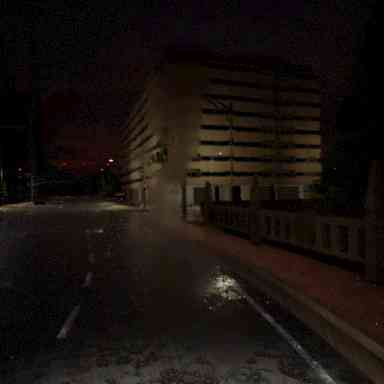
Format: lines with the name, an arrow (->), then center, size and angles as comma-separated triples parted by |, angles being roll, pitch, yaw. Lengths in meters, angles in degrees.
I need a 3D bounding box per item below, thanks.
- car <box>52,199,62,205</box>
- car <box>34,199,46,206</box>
car -> -29.401, 2.207, 72.672 | 1.895, 1.301, 4.718 | -1, 0, -18
car -> -32.720, 2.252, 71.563 | 1.895, 1.301, 4.718 | -1, 0, -18
